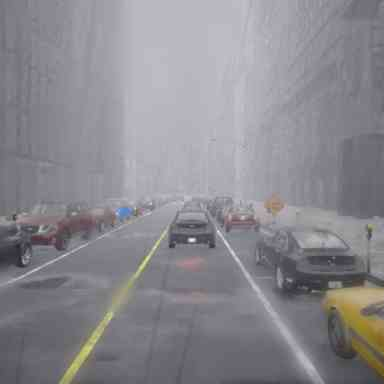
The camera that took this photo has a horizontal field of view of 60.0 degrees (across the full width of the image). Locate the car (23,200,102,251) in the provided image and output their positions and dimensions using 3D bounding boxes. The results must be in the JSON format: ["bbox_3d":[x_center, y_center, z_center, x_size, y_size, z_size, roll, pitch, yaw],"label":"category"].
[{"bbox_3d":[-5.766,1.313,14.218,2.192,1.841,5.009,0,0,0],"label":"car"}]

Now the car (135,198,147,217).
[{"bbox_3d":[-5.765,1.438,31.129,1.967,1.590,4.097,0,0,0],"label":"car"}]

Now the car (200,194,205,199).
[{"bbox_3d":[2.760,1.438,53.683,1.967,1.590,4.097,0,0,0],"label":"car"}]

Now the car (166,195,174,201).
[{"bbox_3d":[-5.765,1.575,87.496,1.947,1.339,4.313,0,0,0],"label":"car"}]

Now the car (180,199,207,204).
[{"bbox_3d":[0.000,1.571,29.651,1.994,1.385,4.181,0,0,0],"label":"car"}]

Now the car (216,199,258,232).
[{"bbox_3d":[2.760,1.438,19.865,1.967,1.590,4.097,0,0,0],"label":"car"}]

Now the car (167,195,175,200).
[{"bbox_3d":[-5.765,1.578,93.132,1.947,1.339,4.313,0,0,0],"label":"car"}]

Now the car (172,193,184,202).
[{"bbox_3d":[-3.000,1.189,75.925,2.150,2.045,5.566,0,0,0],"label":"car"}]

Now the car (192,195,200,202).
[{"bbox_3d":[0.900,1.485,80.563,1.882,1.535,5.008,0,0,0],"label":"car"}]

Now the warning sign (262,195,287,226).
[{"bbox_3d":[5.071,1.113,20.559,1.300,1.860,1.060,0,0,0],"label":"warning sign"}]

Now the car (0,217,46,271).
[{"bbox_3d":[-5.765,1.564,8.582,1.947,1.339,4.313,0,0,0],"label":"car"}]

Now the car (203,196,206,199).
[{"bbox_3d":[2.760,1.563,42.411,1.947,1.339,4.313,0,0,0],"label":"car"}]

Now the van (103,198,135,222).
[{"bbox_3d":[-5.766,1.339,25.492,1.690,1.788,3.998,0,0,0],"label":"van"}]

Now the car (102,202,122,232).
[{"bbox_3d":[-5.765,1.543,19.856,1.887,1.381,4.507,0,0,0],"label":"car"}]

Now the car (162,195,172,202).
[{"bbox_3d":[-5.766,1.444,76.222,1.967,1.590,4.097,0,0,0],"label":"car"}]

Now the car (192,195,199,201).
[{"bbox_3d":[0.900,1.536,86.563,1.812,1.442,4.674,0,0,0],"label":"car"}]

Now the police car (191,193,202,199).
[{"bbox_3d":[0.900,1.428,70.673,1.930,1.638,5.238,0,0,0],"label":"police car"}]

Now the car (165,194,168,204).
[{"bbox_3d":[-5.765,1.523,59.143,1.752,1.417,4.829,0,0,0],"label":"car"}]

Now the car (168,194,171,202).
[{"bbox_3d":[-5.765,1.550,64.948,2.008,1.369,4.403,0,0,0],"label":"car"}]

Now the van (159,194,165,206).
[{"bbox_3d":[-5.766,1.338,53.676,1.690,1.788,3.998,0,0,0],"label":"van"}]

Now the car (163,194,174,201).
[{"bbox_3d":[-5.766,1.322,81.859,2.192,1.841,5.009,0,0,0],"label":"car"}]

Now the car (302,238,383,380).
[{"bbox_3d":[2.760,1.524,3.127,1.752,1.417,4.829,0,0,0],"label":"car"}]

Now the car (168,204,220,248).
[{"bbox_3d":[0.000,1.516,14.651,1.837,1.490,4.892,0,0,0],"label":"car"}]

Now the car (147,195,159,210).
[{"bbox_3d":[-5.765,1.437,42.403,1.967,1.590,4.097,0,0,0],"label":"car"}]

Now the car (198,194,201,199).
[{"bbox_3d":[2.760,1.566,64.955,1.947,1.339,4.313,0,0,0],"label":"car"}]

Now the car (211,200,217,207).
[{"bbox_3d":[2.760,1.564,25.502,1.947,1.339,4.313,0,0,0],"label":"car"}]

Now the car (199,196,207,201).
[{"bbox_3d":[2.760,1.589,81.865,1.802,1.307,4.206,0,0,0],"label":"car"}]

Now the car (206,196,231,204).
[{"bbox_3d":[2.759,1.313,31.138,2.192,1.841,5.009,0,0,0],"label":"car"}]

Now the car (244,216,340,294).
[{"bbox_3d":[2.760,1.549,8.593,2.008,1.369,4.403,0,0,0],"label":"car"}]

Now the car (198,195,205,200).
[{"bbox_3d":[2.760,1.594,93.137,1.802,1.307,4.206,0,0,0],"label":"car"}]
